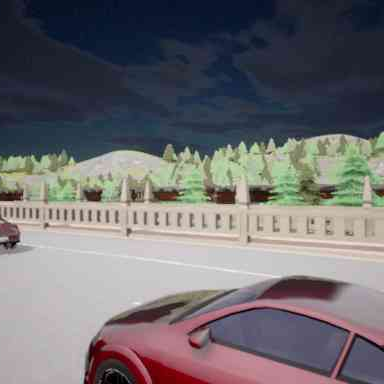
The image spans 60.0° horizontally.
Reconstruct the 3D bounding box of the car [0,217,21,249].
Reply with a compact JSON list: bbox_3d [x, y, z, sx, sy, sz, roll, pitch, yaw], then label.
[{"bbox_3d":[-8.762,1.552,13.208,4.674,1.442,1.812,0,0,30],"label":"car"}]

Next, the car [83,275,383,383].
[{"bbox_3d":[0.892,1.553,3.154,4.181,1.385,1.994,0,0,35],"label":"car"}]
